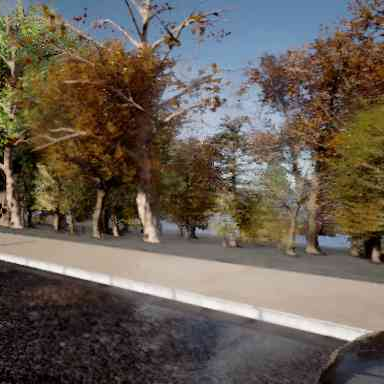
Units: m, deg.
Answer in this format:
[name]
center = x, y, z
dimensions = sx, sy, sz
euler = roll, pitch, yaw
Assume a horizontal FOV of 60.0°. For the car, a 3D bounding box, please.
[car]
center = 3.090, 1.483, 1.482
dimensions = 4.902, 1.511, 2.128
euler = 0, 0, 35
